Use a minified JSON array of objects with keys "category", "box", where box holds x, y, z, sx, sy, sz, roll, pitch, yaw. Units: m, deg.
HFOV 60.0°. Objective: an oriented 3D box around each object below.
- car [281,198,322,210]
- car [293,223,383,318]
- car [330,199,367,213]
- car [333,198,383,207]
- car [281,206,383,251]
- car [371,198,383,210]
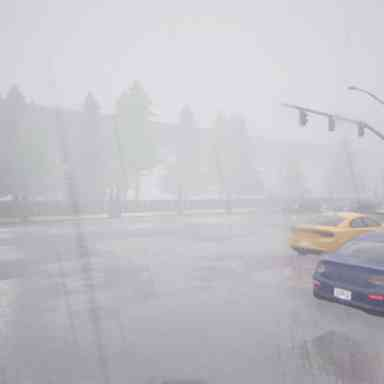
[{"category":"car","box":[10.961,1.367,33.298,4.553,1.767,2.097,0,0,-35]},{"category":"car","box":[4.378,1.530,6.868,4.674,1.442,1.812,0,0,-35]},{"category":"car","box":[18.140,1.545,38.403,4.674,1.442,1.812,0,0,-35]},{"category":"car","box":[16.422,1.509,32.917,4.902,1.511,2.128,0,0,-37]},{"category":"car","box":[5.642,1.484,12.067,5.008,1.535,1.882,0,0,-35]},{"category":"car","box":[25.728,1.529,43.753,4.892,1.490,1.837,0,0,-35]}]
